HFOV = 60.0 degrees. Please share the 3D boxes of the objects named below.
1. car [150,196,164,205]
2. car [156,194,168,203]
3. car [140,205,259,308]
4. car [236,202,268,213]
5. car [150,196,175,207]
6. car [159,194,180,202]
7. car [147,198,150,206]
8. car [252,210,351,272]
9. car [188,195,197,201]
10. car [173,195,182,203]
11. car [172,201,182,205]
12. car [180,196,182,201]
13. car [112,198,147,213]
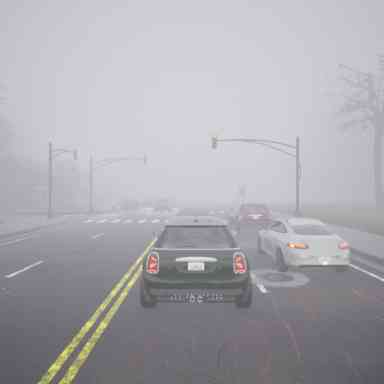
[{"bbox_3d":[-6.484,1.524,61.850,2.033,1.411,5.357,0,0,1],"label":"car"},{"bbox_3d":[-6.418,1.324,71.846,2.097,1.767,4.553,0,0,0],"label":"car"},{"bbox_3d":[0.085,1.352,8.086,2.097,1.767,4.553,0,0,0],"label":"car"},{"bbox_3d":[3.331,1.352,19.434,2.097,1.767,4.553,0,0,0],"label":"car"},{"bbox_3d":[-3.308,1.502,37.762,1.837,1.490,4.892,0,0,0],"label":"car"},{"bbox_3d":[-3.288,1.479,49.348,2.128,1.511,4.902,0,0,0],"label":"car"},{"bbox_3d":[-6.537,1.588,49.384,1.895,1.301,4.718,0,0,0],"label":"car"},{"bbox_3d":[3.345,1.526,10.640,1.812,1.442,4.674,0,0,0],"label":"car"},{"bbox_3d":[0.099,1.482,85.690,2.128,1.511,4.902,0,0,0],"label":"car"},{"bbox_3d":[-3.167,1.468,72.227,1.837,1.490,4.892,0,0,0],"label":"car"},{"bbox_3d":[0.061,1.478,17.351,1.882,1.535,5.008,0,0,0],"label":"car"},{"bbox_3d":[-3.249,1.502,61.860,1.812,1.442,4.674,0,0,0],"label":"car"},{"bbox_3d":[-7.373,1.488,38.008,2.128,1.511,4.902,0,0,13],"label":"car"}]
